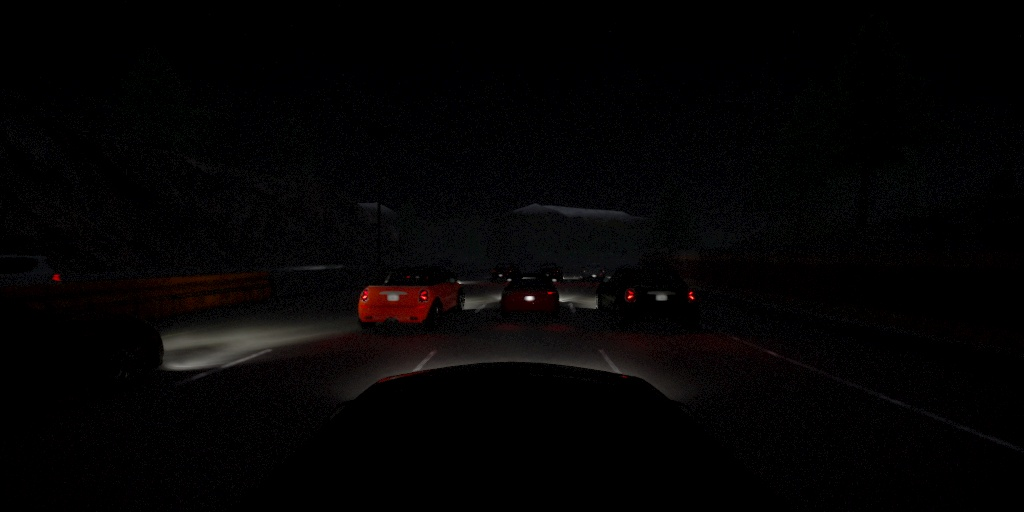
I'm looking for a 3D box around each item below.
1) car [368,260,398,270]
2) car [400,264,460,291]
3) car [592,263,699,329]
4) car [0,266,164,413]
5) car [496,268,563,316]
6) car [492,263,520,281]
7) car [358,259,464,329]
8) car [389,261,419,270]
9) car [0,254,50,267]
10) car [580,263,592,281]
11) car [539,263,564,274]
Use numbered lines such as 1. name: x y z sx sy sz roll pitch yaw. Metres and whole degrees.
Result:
1. car: -19.295 1.309 53.855 1.994 1.385 4.181 0 0 19
2. car: -5.137 1.300 23.384 2.033 1.411 5.357 0 0 9
3. car: 4.079 1.112 11.536 2.097 1.767 4.553 0 0 4
4. car: -6.810 1.094 3.992 2.097 1.767 4.553 0 0 1
5. car: 0.729 1.320 13.412 1.994 1.385 4.181 0 0 5
6. car: -0.406 1.287 29.600 1.812 1.442 4.674 0 0 12
7. car: -2.942 1.103 11.437 2.097 1.767 4.553 0 0 4
8. car: -15.915 1.351 52.968 1.895 1.301 4.718 0 0 19
9. car: -17.249 0.952 10.435 2.150 2.045 5.566 0 0 3
10. car: 6.755 1.297 29.687 1.812 1.442 4.674 0 0 12
11. car: 3.183 1.292 29.702 1.812 1.442 4.674 0 0 12
